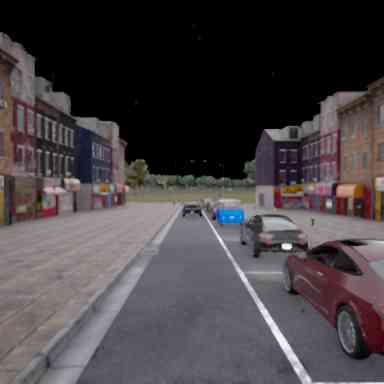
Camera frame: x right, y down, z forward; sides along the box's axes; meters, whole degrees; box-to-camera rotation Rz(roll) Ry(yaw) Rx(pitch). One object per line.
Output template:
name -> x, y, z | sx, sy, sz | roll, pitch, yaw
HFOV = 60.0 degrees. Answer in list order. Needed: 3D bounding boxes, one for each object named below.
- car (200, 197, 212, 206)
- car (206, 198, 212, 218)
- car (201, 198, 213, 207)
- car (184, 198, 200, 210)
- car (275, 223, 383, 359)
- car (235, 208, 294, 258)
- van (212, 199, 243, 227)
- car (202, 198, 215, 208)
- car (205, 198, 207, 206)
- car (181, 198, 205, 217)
car -> 2.527, 1.731, 62.051 | 2.008, 1.369, 4.403 | -1, 0, 0
car -> 2.575, 1.522, 28.857 | 1.967, 1.590, 4.097 | -1, 0, 0
car -> 2.536, 1.745, 56.519 | 1.802, 1.307, 4.206 | -1, 0, 0
car -> -0.005, 1.623, 46.149 | 2.128, 1.511, 4.902 | 0, 0, 0
car -> 3.015, 1.542, 5.867 | 1.812, 1.442, 4.674 | 0, 0, 0
car -> 3.004, 1.562, 12.868 | 1.812, 1.442, 4.674 | 0, 0, 0
van -> 2.581, 1.407, 23.325 | 1.690, 1.788, 3.998 | -1, 0, 0
car -> 2.543, 1.673, 51.157 | 1.752, 1.417, 4.829 | -1, 0, 0
car -> 2.568, 1.624, 34.560 | 1.752, 1.417, 4.829 | -1, 0, 0
car -> 0.032, 1.597, 32.646 | 1.837, 1.490, 4.892 | 0, 0, 0
